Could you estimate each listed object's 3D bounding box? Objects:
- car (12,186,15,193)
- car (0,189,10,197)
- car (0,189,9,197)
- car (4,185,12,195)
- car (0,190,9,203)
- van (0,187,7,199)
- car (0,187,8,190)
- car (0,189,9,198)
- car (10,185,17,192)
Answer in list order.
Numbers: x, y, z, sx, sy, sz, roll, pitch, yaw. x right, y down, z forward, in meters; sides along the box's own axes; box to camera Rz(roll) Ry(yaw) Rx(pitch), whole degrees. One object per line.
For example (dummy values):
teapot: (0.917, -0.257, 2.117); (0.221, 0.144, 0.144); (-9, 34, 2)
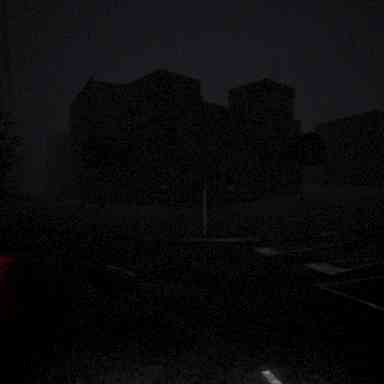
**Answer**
car: (-41.732, -0.037, 71.924); (4.892, 1.521, 2.231); (-1, 2, -24)
car: (-39.464, 0.169, 66.961); (4.792, 1.488, 2.163); (-1, 2, -25)
car: (-38.253, 0.265, 64.514); (4.674, 1.452, 2.002); (-1, 2, -26)
car: (-32.009, 0.363, 52.524); (5.566, 2.045, 2.435); (-1, 2, -29)
car: (-28.050, 0.824, 45.289); (4.892, 1.521, 2.231); (-1, 2, -29)
van: (-35.711, 0.163, 59.674); (4.442, 1.987, 1.878); (-1, 2, -27)
car: (-29.347, 0.629, 47.715); (4.553, 1.767, 2.185); (-1, 2, -29)
car: (-37.215, 0.307, 61.983); (5.366, 1.575, 1.946); (-1, 2, -26)
car: (-43.989, -0.198, 77.034); (4.792, 1.488, 2.163); (-1, 2, -22)
